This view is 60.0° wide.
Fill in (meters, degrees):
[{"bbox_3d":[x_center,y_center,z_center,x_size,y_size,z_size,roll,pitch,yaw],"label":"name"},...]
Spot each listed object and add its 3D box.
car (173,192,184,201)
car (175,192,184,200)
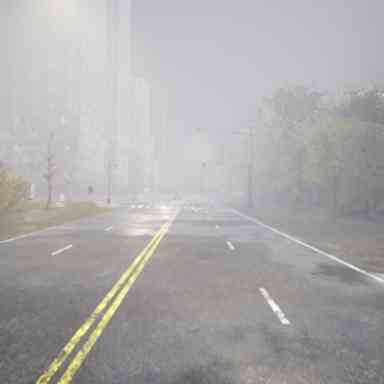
[{"bbox_3d":[-3.325,1.306,76.898,1.837,1.490,4.892,1,0,0],"label":"car"},{"bbox_3d":[-3.339,1.001,91.162,2.150,2.045,5.566,1,0,0],"label":"car"}]
